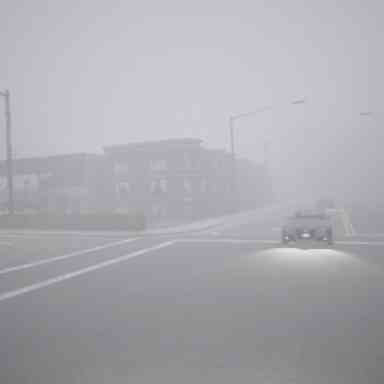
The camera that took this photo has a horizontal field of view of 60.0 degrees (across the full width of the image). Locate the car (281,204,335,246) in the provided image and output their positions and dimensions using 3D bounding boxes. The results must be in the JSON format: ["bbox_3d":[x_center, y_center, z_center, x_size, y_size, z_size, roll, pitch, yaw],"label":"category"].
[{"bbox_3d":[5.204,1.474,14.793,1.994,1.385,4.181,-2,0,23],"label":"car"}]

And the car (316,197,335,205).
[{"bbox_3d":[15.551,1.275,38.813,1.994,1.385,4.181,-2,0,23],"label":"car"}]
